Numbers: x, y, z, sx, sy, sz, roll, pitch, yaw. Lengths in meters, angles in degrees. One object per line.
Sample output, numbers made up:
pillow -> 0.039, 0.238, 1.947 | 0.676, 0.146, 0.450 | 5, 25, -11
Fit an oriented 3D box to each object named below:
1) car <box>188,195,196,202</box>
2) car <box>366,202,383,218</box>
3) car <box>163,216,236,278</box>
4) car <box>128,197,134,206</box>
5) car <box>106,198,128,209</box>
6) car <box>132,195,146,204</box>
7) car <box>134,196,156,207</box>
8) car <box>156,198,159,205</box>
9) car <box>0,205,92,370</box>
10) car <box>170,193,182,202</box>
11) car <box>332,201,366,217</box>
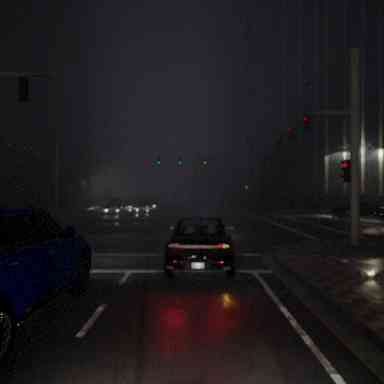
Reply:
car -> -0.001, 1.414, 71.628 | 1.837, 1.490, 4.892 | 0, 0, 0
car -> 17.535, 1.498, 27.506 | 4.892, 1.490, 1.837 | 0, 0, -1
car -> 0.287, 1.490, 10.143 | 2.128, 1.511, 4.902 | 0, 0, 3
car -> -10.570, 1.589, 55.463 | 1.895, 1.301, 4.718 | 0, 0, 0
car -> -10.599, 1.516, 46.354 | 1.812, 1.442, 4.674 | 0, 0, 0
car -> -10.501, 1.464, 65.904 | 1.882, 1.535, 5.008 | 0, 0, 0
car -> -7.087, 1.494, 50.116 | 1.837, 1.490, 4.892 | 0, 0, 0
car -> -7.058, 1.552, 59.025 | 1.994, 1.385, 4.181 | 0, 0, 0
car -> -3.442, 1.220, 5.583 | 2.150, 2.045, 5.566 | 0, 0, 0
car -> -3.500, 1.210, 72.547 | 2.150, 2.045, 5.566 | 0, 0, 0
car -> 15.293, 1.557, 30.983 | 4.181, 1.385, 1.994 | 0, 0, -1
